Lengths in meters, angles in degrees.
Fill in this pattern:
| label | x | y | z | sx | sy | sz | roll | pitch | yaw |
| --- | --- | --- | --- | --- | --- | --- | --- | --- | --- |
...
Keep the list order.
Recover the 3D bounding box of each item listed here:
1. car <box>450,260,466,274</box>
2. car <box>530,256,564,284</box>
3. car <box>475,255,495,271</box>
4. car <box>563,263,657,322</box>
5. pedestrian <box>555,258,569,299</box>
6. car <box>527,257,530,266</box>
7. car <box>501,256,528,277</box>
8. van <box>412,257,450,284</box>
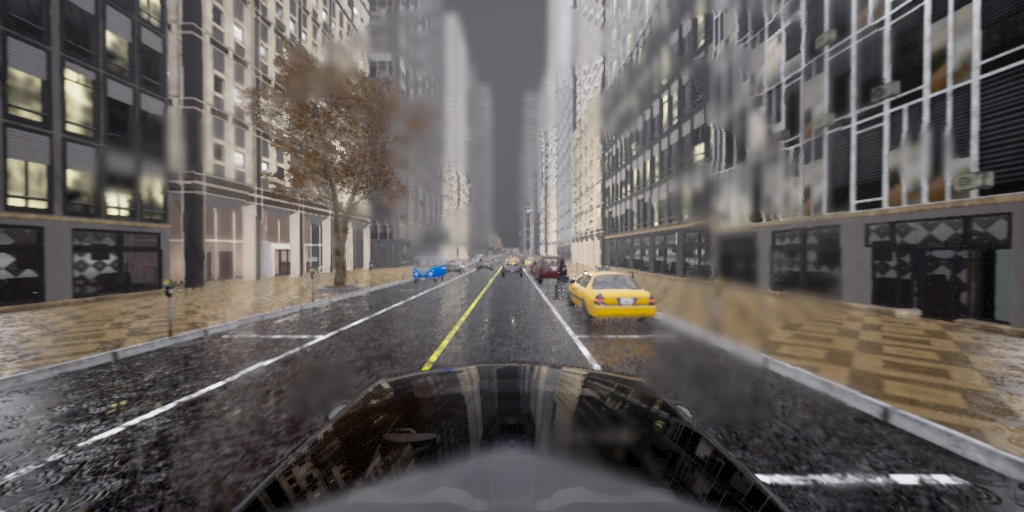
| label | x | y | z | sx | sy | sz | roll | pitch | yaw |
| --- | --- | --- | --- | --- | --- | --- | --- | --- | --- |
| car | -5.708 | 1.055 | 36.421 | 2.007 | 1.370 | 4.403 | 0 | 0 | 0 |
| car | 2.678 | 0.902 | 25.027 | 2.192 | 1.841 | 5.009 | 0 | 0 | 0 |
| car | -3.105 | 0.969 | 41.864 | 1.837 | 1.490 | 4.892 | 0 | 0 | 0 |
| car | 2.995 | 1.136 | 11.912 | 1.801 | 1.575 | 5.366 | 0 | 0 | 0 |
| pedestrian | 2.125 | 0.953 | 14.898 | 0.375 | 1.860 | 0.375 | 0 | 1 | 0 |
| car | 2.672 | 1.050 | 36.423 | 1.888 | 1.381 | 4.507 | 0 | 0 | 0 |
| car | 0.037 | 1.029 | 31.940 | 2.128 | 1.511 | 4.902 | 0 | 0 | 0 |
| van | -5.703 | 0.928 | 25.028 | 1.690 | 1.789 | 3.998 | 0 | 0 | 0 |
